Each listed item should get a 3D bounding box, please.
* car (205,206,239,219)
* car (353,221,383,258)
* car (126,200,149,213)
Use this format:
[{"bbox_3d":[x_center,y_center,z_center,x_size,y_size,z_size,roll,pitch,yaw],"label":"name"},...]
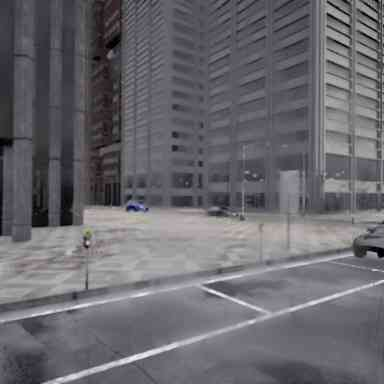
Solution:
[{"bbox_3d":[3.388,2.338,38.775,1.812,1.442,4.674,1,-2,-35],"label":"car"},{"bbox_3d":[7.683,1.692,12.179,4.313,1.339,1.947,1,0,-36],"label":"car"},{"bbox_3d":[-9.403,2.460,56.918,2.150,2.045,5.566,1,-2,-35],"label":"car"}]
